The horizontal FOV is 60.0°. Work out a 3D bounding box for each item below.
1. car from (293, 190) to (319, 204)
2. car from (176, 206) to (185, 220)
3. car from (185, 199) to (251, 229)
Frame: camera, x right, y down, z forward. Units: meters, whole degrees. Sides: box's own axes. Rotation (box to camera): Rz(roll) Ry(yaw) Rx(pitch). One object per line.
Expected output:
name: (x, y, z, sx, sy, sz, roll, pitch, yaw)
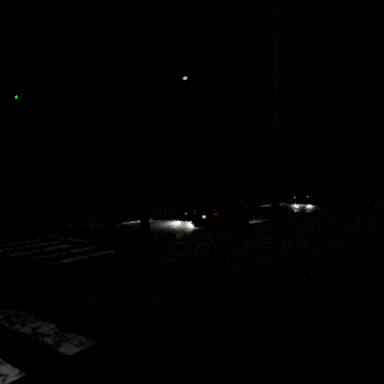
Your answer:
car: (14.601, 0.581, 42.457, 2.097, 1.767, 4.553, 0, 1, 36)
car: (0.717, 1.177, 23.172, 1.994, 1.385, 4.181, 0, 1, 36)
car: (1.784, 1.239, 19.045, 1.994, 1.385, 4.181, 0, 1, 35)
